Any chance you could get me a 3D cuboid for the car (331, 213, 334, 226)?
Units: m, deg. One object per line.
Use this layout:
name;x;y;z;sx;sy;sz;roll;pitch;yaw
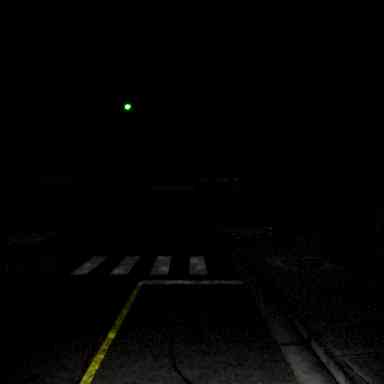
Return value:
car;10.029;1.252;18.006;4.553;1.767;2.097;0;0;-10
